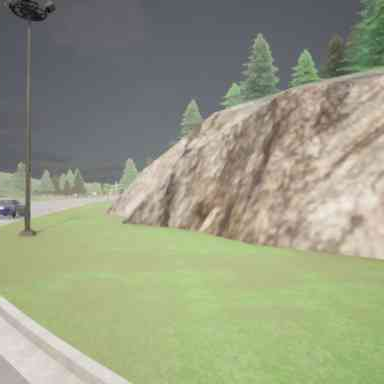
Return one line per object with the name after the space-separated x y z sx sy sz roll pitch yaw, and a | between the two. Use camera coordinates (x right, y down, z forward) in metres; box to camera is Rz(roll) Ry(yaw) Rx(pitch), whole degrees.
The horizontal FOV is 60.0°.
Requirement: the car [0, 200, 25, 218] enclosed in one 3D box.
-17.313 1.506 31.652 2.097 1.767 4.553 0 0 -12 | car
